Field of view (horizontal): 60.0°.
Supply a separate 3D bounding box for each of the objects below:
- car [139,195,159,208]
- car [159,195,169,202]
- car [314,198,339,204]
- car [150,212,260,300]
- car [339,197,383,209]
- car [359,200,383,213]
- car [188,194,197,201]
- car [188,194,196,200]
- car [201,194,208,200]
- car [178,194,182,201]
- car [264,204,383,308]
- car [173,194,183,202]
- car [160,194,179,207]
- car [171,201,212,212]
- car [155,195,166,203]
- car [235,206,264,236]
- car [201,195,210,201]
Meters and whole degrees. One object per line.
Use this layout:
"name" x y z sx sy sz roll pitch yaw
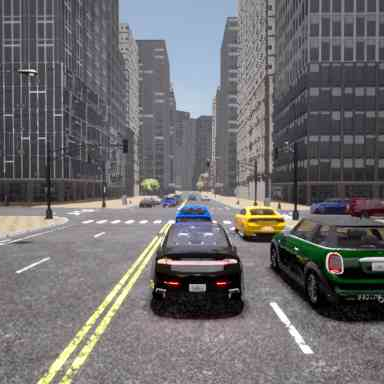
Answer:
"car" -6.540 1.513 49.110 2.033 1.411 5.357 0 0 0
"car" -6.429 1.482 77.996 1.994 1.385 4.181 0 0 0
"car" 14.916 1.451 35.228 4.553 1.767 2.097 1 1 1
"car" 0.105 1.488 8.338 2.128 1.511 4.902 0 0 0
"car" 16.228 1.519 29.425 5.009 1.841 2.192 1 0 1
"car" 21.844 1.643 37.706 4.829 1.417 1.752 1 0 1
"car" 0.075 1.273 80.615 2.097 1.767 4.553 0 0 0
"car" 0.084 1.267 90.647 2.128 1.511 4.902 0 0 0
"car" 3.334 1.337 90.674 1.895 1.301 4.718 0 0 0
"car" -3.272 1.519 58.283 1.994 1.385 4.181 0 0 1
"car" 3.357 1.348 8.050 2.097 1.767 4.553 0 0 0
"car" -3.179 1.286 77.162 2.097 1.767 4.553 0 0 0
"car" -3.294 1.491 49.538 1.812 1.442 4.674 0 0 0
"car" 0.119 1.468 17.843 1.882 1.535 5.008 0 0 1
"car" -6.446 1.448 68.018 1.837 1.490 4.892 0 0 0
"car" 3.364 1.469 17.229 1.882 1.535 5.008 0 0 0
"car" 3.325 1.513 80.672 1.895 1.301 4.718 0 0 0
